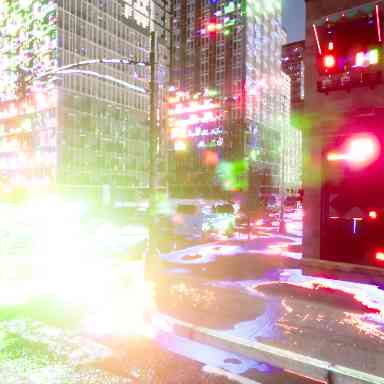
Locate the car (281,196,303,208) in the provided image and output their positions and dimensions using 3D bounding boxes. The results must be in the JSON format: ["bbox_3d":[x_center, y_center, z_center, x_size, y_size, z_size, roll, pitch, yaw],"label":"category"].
[{"bbox_3d":[13.802,1.366,45.422,1.882,1.535,5.008,1,1,36],"label":"car"}]

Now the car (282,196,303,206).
[{"bbox_3d":[16.160,1.364,53.365,1.752,1.417,4.829,1,1,35],"label":"car"}]

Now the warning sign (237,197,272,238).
[{"bbox_3d":[3.048,1.177,16.147,1.300,1.860,1.060,1,1,35],"label":"warning sign"}]

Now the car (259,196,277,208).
[{"bbox_3d":[9.875,1.293,44.465,1.967,1.590,4.097,1,1,35],"label":"car"}]

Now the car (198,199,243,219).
[{"bbox_3d":[2.624,1.444,29.708,1.812,1.442,4.674,1,1,35],"label":"car"}]

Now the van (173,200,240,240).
[{"bbox_3d":[0.763,1.368,17.034,1.690,1.788,3.998,1,1,35],"label":"van"}]

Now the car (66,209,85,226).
[{"bbox_3d":[-6.084,1.467,21.871,1.947,1.339,4.313,1,1,35],"label":"car"}]

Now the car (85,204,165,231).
[{"bbox_3d":[-3.867,1.540,20.522,1.895,1.301,4.718,1,1,35],"label":"car"}]
